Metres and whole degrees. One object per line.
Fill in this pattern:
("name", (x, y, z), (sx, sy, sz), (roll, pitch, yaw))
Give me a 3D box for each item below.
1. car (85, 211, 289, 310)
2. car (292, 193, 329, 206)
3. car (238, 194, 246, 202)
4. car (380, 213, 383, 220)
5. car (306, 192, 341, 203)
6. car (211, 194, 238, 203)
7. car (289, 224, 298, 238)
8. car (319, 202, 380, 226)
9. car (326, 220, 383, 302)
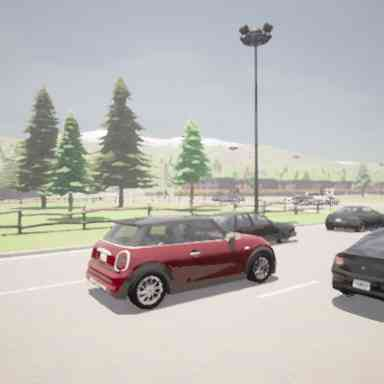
("car", (-0.070, 1.330, 7.992), (4.553, 1.767, 2.097), (0, 0, -35))
("car", (17.082, 1.289, 49.135), (1.837, 1.490, 4.892), (0, 0, -35))
("car", (8.771, 1.125, 67.232), (2.097, 1.767, 4.553), (0, 0, -35))
("car", (11.318, 1.432, 16.100), (4.674, 1.442, 1.812), (0, 0, -35))
("car", (19.922, 0.989, 51.184), (2.150, 2.045, 5.566), (0, 0, -35))
("car", (5.924, 1.335, 65.198), (2.033, 1.411, 5.357), (0, 0, -35))
("car", (2.015, 1.499, 13.772), (5.357, 1.411, 2.033), (0, 0, -35))
("car", (9.537, 1.468, 19.126), (4.181, 1.385, 1.994), (0, 0, -35))
("car", (4.870, 1.486, 7.212), (4.674, 1.442, 1.812), (0, 0, -35))
